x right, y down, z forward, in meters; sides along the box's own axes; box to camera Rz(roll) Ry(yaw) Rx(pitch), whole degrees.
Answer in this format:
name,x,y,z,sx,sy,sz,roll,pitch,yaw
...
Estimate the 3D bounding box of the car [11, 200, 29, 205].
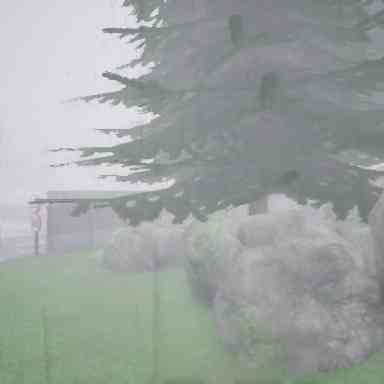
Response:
name,x,y,z,sx,sy,sz,roll,pitch,yaw
car,-24.122,1.832,49.251,1.895,1.301,4.718,0,0,37
